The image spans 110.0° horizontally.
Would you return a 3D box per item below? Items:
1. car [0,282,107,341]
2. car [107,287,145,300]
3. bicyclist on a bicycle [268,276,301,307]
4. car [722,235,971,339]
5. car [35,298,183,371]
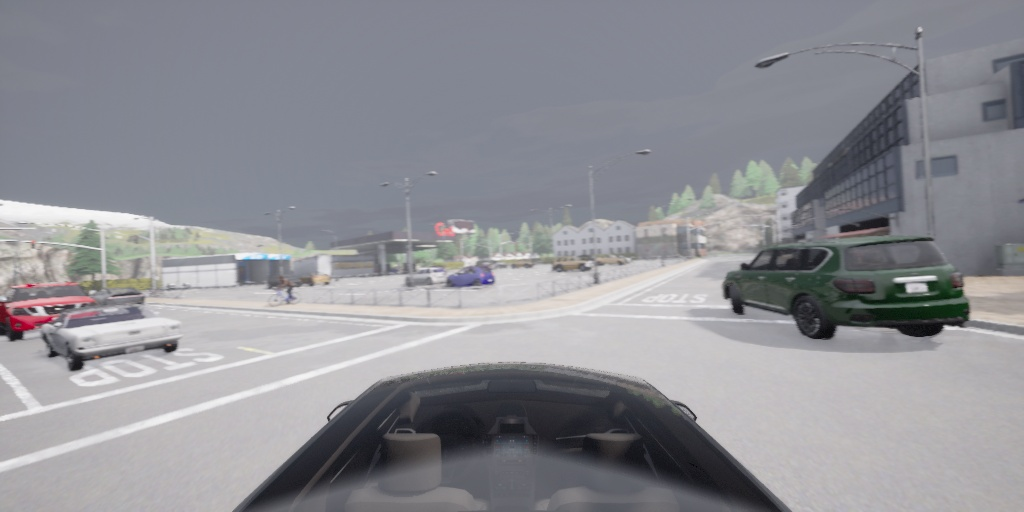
[{"bbox_3d":[-19.139,2.115,14.783,5.566,2.045,2.150,-3,-1,32],"label":"car"},{"bbox_3d":[-25.269,2.789,22.921,4.902,1.511,2.128,-3,-1,32],"label":"car"},{"bbox_3d":[-12.241,1.877,19.316,0.582,1.620,1.656,-3,0,32],"label":"bicyclist on a bicycle"},{"bbox_3d":[7.345,0.650,8.833,2.150,2.045,5.566,-5,-1,8],"label":"car"},{"bbox_3d":[-10.804,2.005,9.644,4.718,1.301,1.895,-3,-1,32],"label":"car"}]
